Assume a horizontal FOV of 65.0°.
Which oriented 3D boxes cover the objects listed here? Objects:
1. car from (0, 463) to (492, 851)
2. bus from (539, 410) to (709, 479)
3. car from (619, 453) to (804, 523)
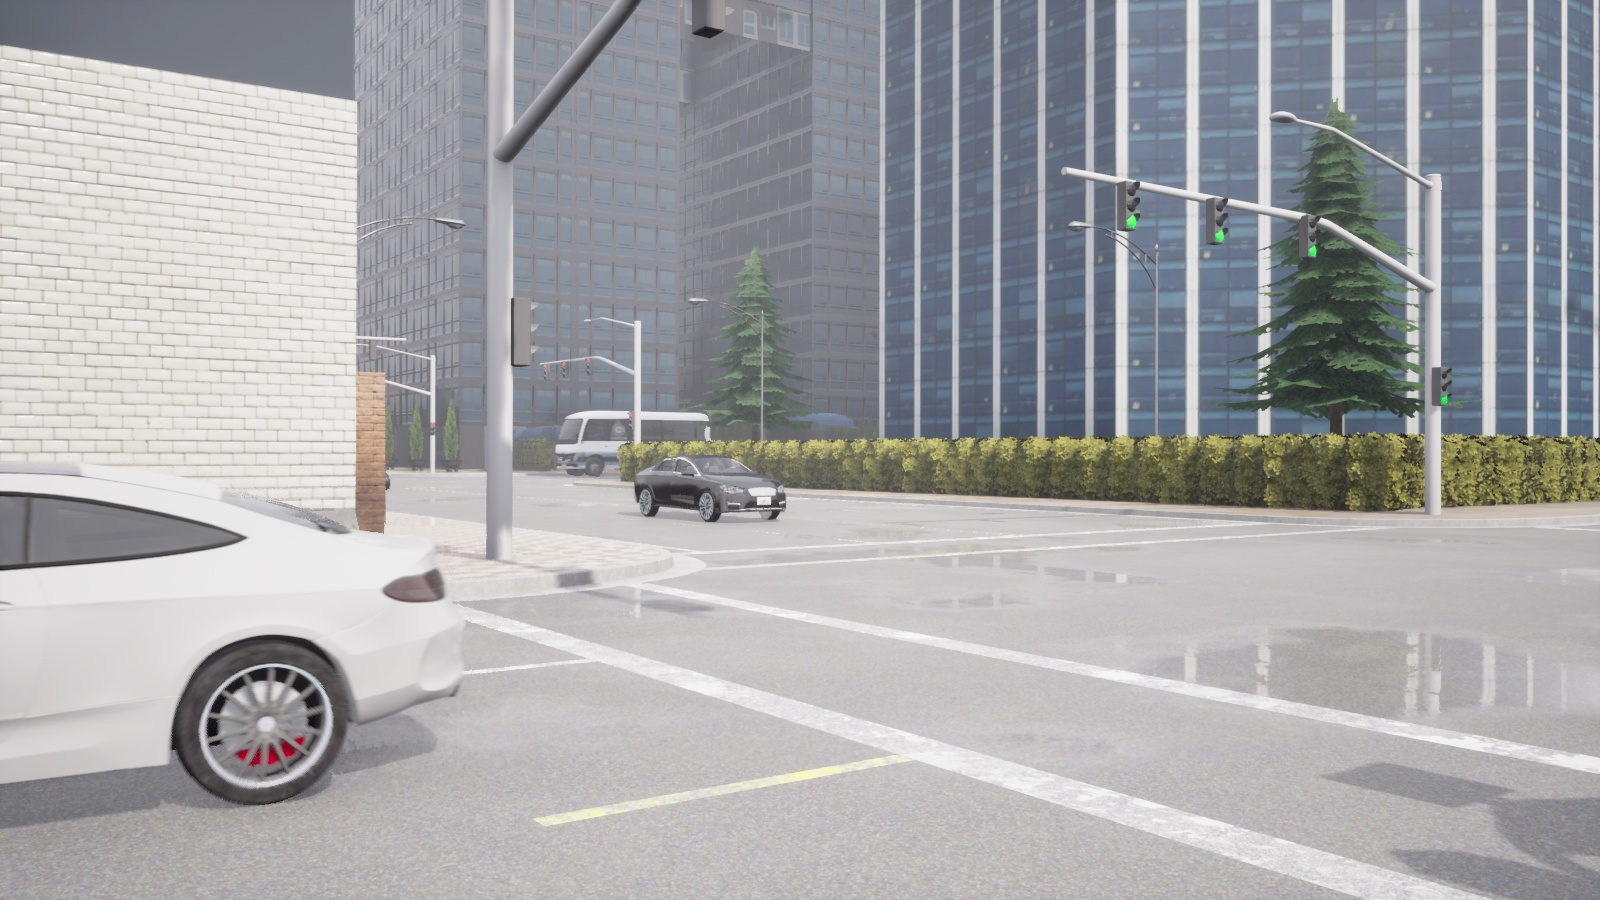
[{"bbox_3d":[-3.867,0.792,5.249,4.674,1.442,1.812,0,0,-34],"label":"car"},{"bbox_3d":[-11.344,-0.352,81.724,10.273,4.253,3.944,0,0,-35],"label":"bus"},{"bbox_3d":[-2.194,0.834,29.697,2.128,1.511,4.902,0,0,-35],"label":"car"}]
